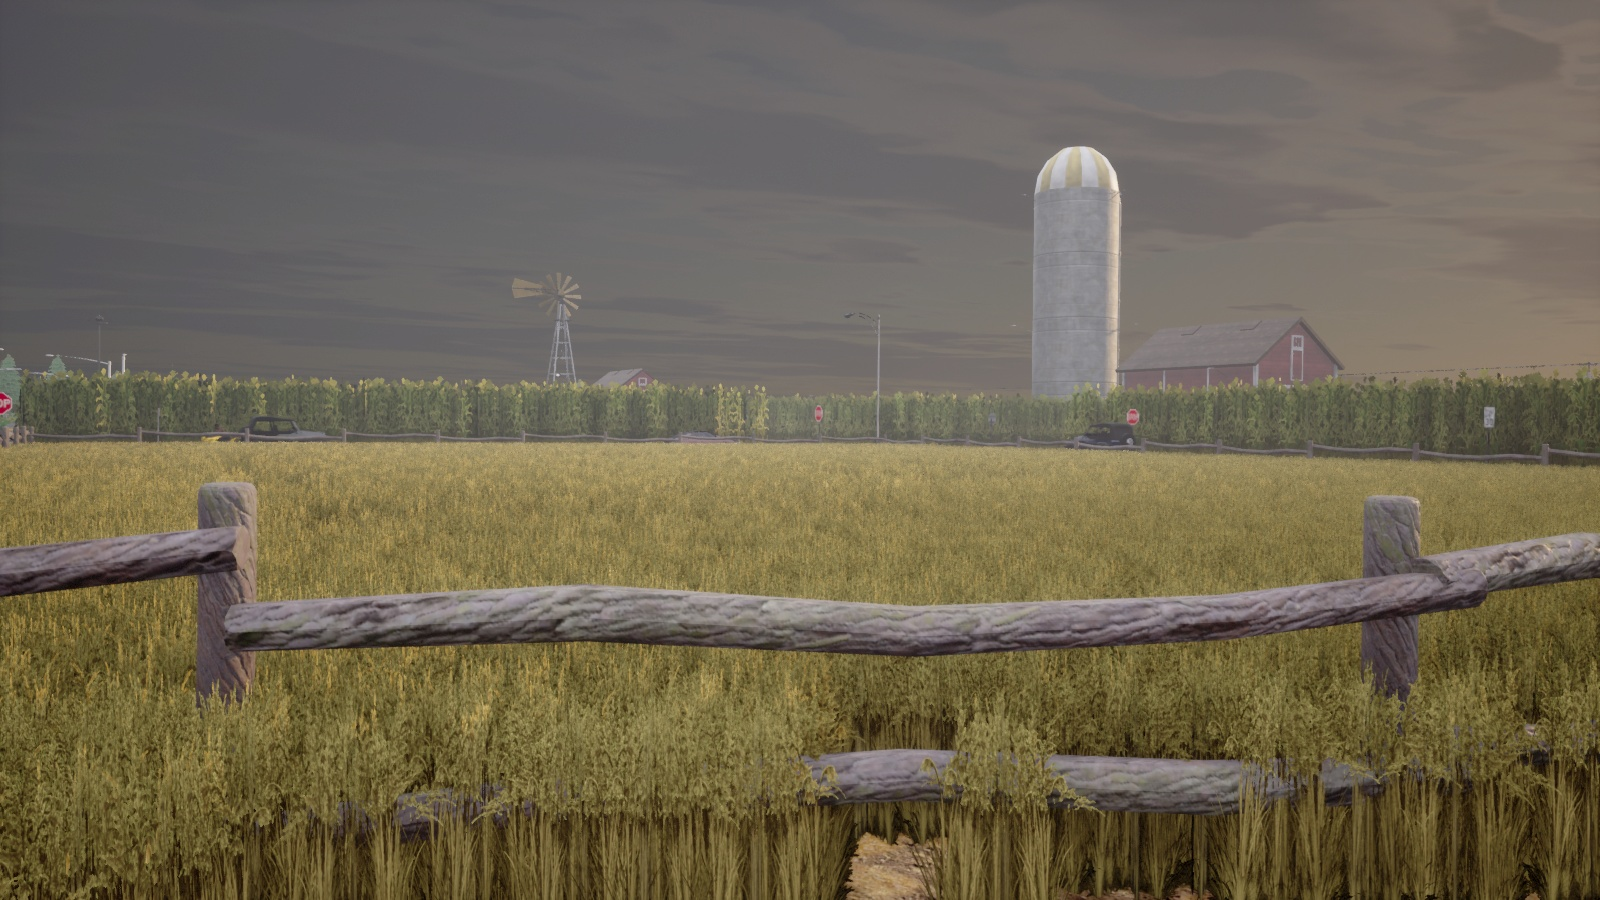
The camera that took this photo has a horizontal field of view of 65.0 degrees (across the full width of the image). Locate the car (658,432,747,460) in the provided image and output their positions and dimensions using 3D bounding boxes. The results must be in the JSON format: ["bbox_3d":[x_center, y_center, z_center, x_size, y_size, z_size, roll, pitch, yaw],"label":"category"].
[{"bbox_3d":[-5.139,-0.231,66.330,4.181,1.385,1.994,-2,1,-27],"label":"car"}]

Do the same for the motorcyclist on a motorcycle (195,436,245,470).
[{"bbox_3d":[-26.984,0.122,58.385,2.044,1.523,0.797,-1,1,-28],"label":"motorcyclist on a motorcycle"}]

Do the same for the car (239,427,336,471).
[{"bbox_3d":[-23.193,-0.081,56.866,3.866,1.878,1.905,-1,1,-28],"label":"car"}]

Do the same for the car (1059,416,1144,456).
[{"bbox_3d":[14.619,-0.721,61.070,1.905,1.878,3.866,-1,2,-27],"label":"car"}]
